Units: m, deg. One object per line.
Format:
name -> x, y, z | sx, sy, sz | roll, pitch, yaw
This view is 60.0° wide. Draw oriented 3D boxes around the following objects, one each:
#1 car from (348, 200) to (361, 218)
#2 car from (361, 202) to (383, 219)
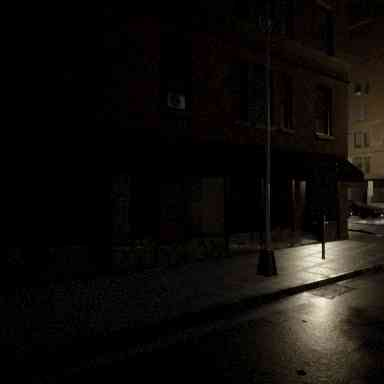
car -> 9.964, 1.279, 25.649 | 1.837, 1.490, 4.892 | 0, 1, -35
car -> 12.877, 1.327, 27.203 | 2.033, 1.411, 5.357 | 0, 1, -32
